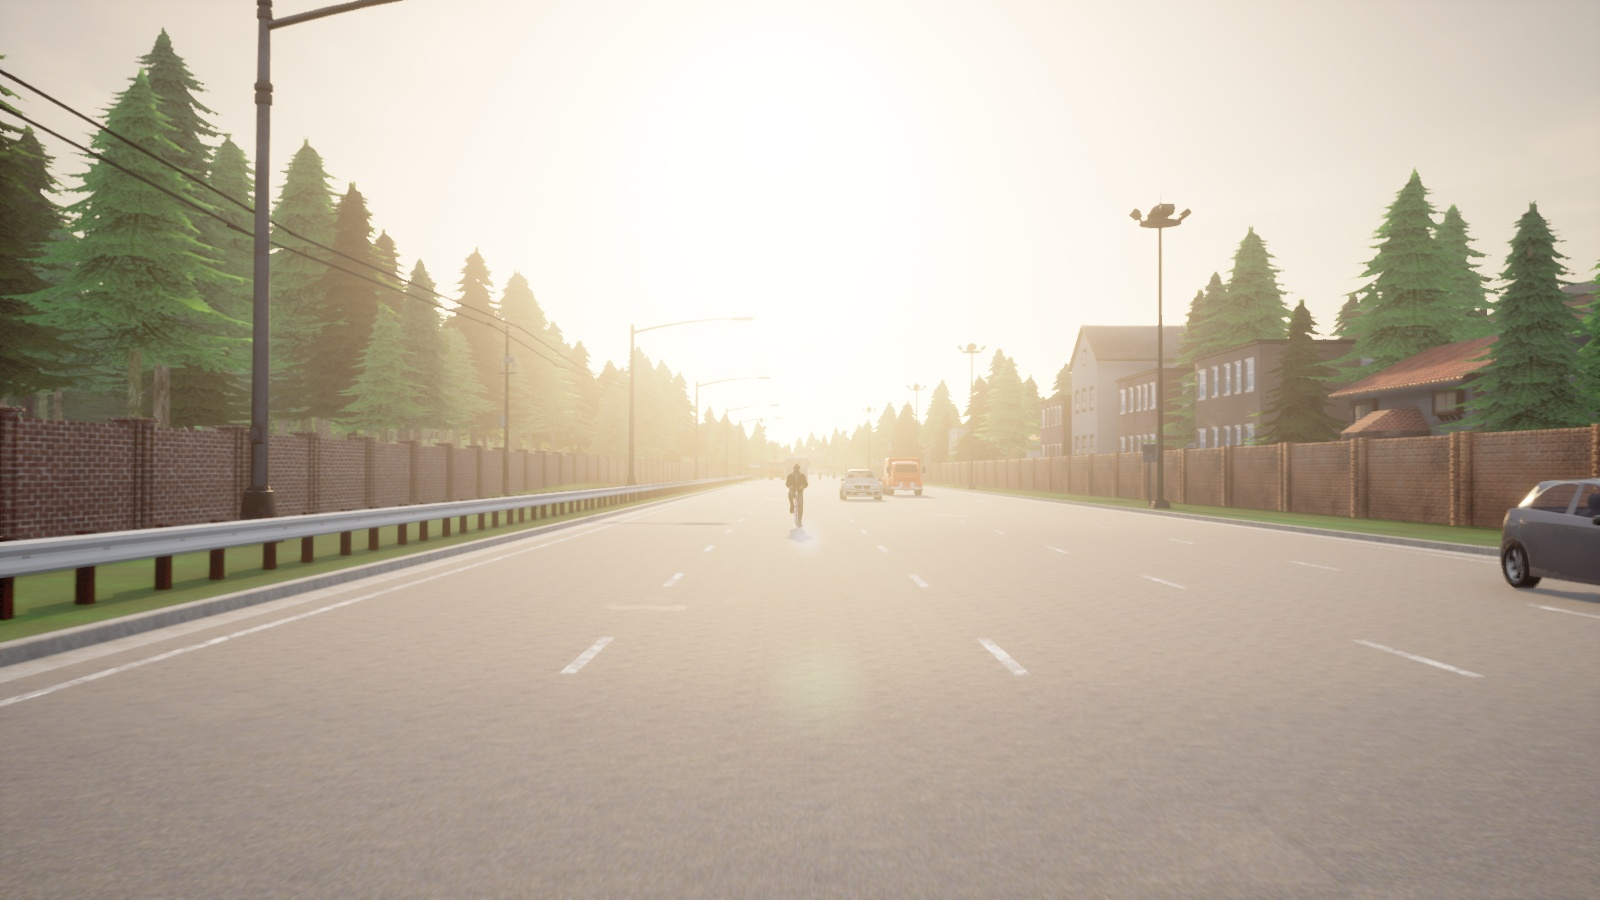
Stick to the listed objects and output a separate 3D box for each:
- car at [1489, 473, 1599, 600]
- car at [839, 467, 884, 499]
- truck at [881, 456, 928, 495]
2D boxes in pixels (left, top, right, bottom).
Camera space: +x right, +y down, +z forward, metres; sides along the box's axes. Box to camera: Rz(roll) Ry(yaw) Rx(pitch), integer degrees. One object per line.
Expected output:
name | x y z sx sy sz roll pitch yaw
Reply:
car | 10.461 1.047 15.555 1.845 1.501 3.633 0 -1 0
car | 3.329 1.798 68.858 2.242 1.667 4.611 0 -1 0
truck | 6.794 1.682 82.521 2.627 2.467 5.204 0 -1 0
